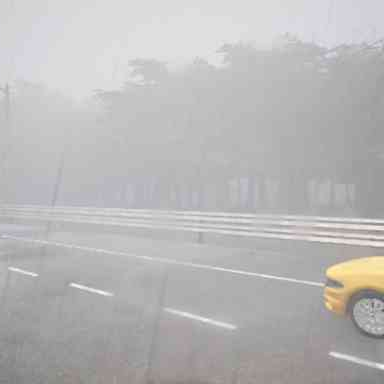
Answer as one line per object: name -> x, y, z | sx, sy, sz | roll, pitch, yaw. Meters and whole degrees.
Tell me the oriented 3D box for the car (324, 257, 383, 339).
car -> 4.608, 1.479, 4.885 | 5.008, 1.535, 1.882 | 0, 0, 35
